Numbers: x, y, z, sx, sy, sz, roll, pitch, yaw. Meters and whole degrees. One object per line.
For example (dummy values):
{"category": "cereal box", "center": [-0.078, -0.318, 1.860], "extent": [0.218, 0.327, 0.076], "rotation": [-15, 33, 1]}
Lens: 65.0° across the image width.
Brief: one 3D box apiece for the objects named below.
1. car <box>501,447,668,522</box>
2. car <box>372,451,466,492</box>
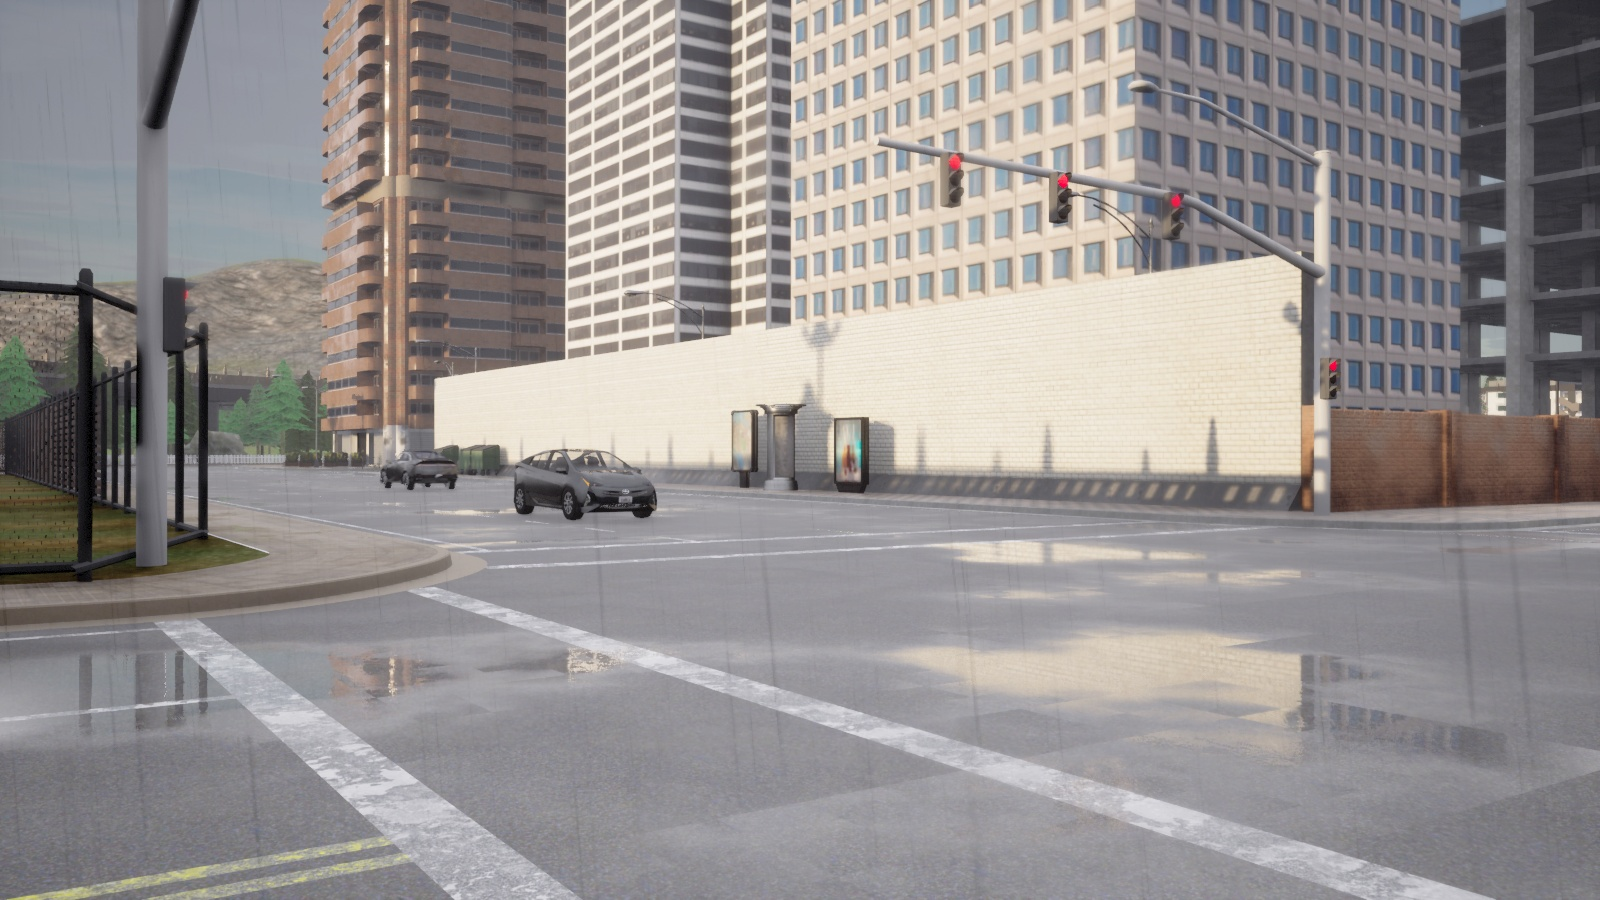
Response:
{"category": "car", "center": [-4.923, 0.715, 28.198], "extent": [2.007, 1.525, 4.514], "rotation": [0, 0, -34]}
{"category": "car", "center": [-14.918, 0.797, 49.023], "extent": [2.128, 1.511, 4.902], "rotation": [0, 0, -34]}
